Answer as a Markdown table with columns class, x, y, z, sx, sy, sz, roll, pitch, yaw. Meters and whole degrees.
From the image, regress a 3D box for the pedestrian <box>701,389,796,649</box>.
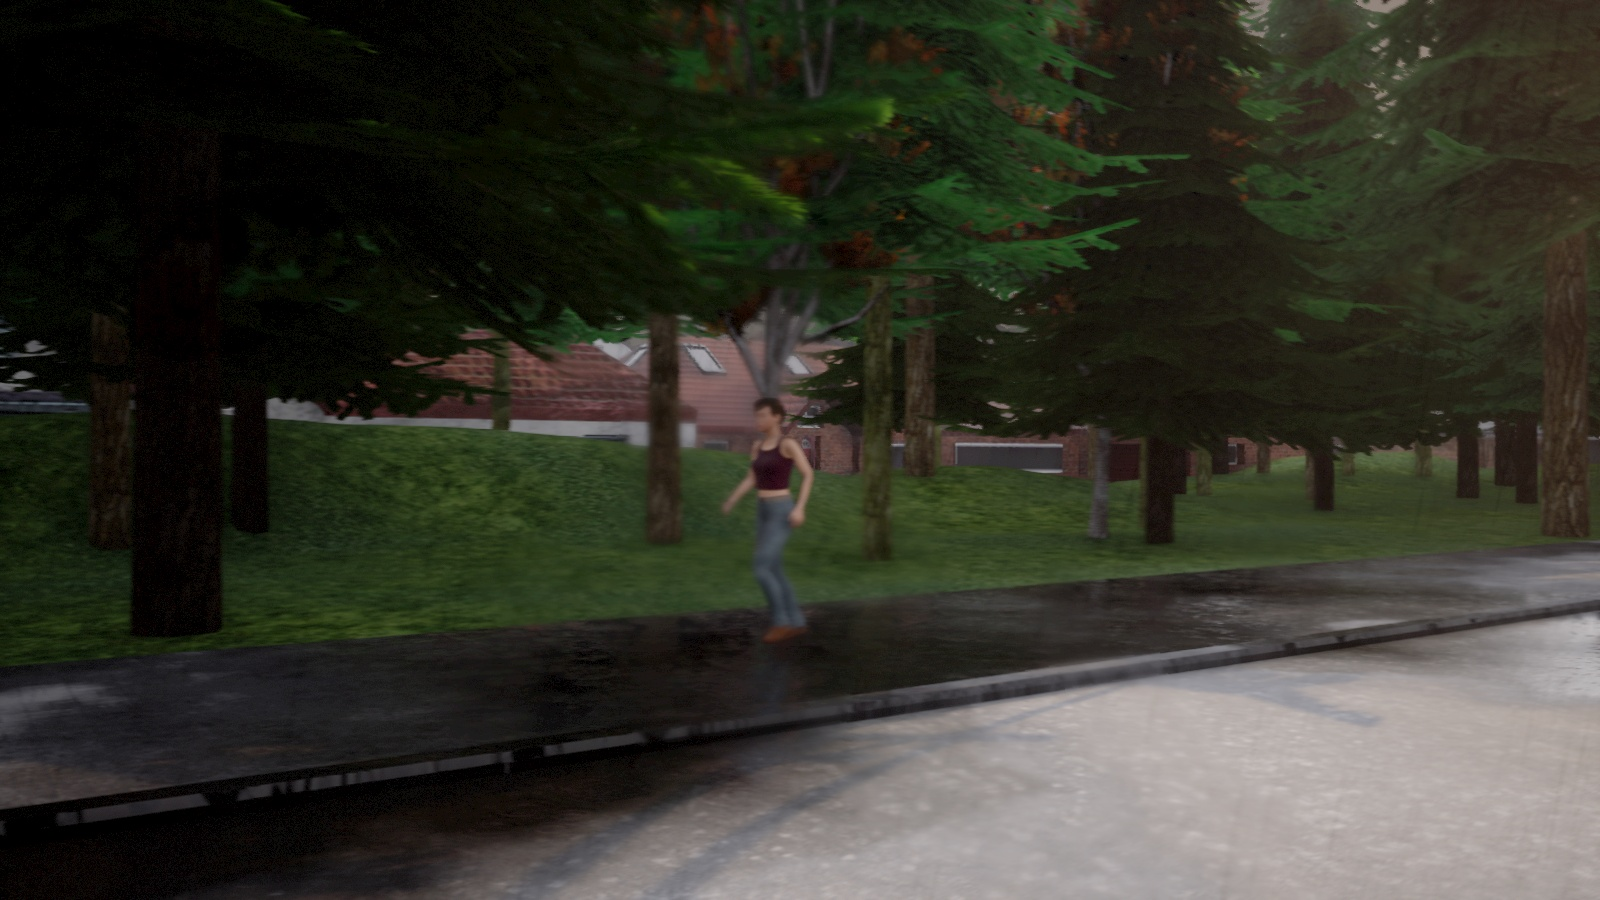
| class | x | y | z | sx | sy | sz | roll | pitch | yaw |
| --- | --- | --- | --- | --- | --- | --- | --- | --- | --- |
| pedestrian | -0.374 | 0.486 | 9.161 | 0.594 | 1.836 | 0.345 | 0 | 0 | -34 |
